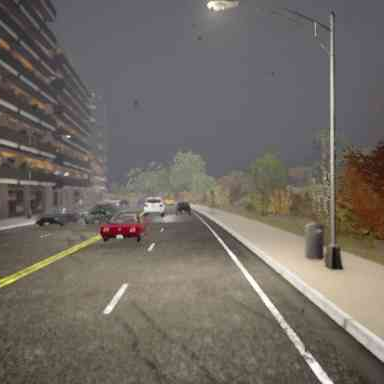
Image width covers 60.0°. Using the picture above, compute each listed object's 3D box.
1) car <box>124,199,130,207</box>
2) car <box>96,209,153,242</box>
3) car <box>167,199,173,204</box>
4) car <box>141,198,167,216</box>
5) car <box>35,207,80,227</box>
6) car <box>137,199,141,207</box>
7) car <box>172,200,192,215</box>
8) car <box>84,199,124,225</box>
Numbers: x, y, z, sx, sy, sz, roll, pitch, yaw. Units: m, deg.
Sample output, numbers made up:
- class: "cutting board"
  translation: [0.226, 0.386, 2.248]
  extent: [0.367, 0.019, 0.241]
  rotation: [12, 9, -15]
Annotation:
- class: "car"
  translation: [-13.344, 2.187, 66.327]
  extent: [1.837, 1.490, 4.892]
  rotation: [0, -1, -7]
- class: "car"
  translation: [-3.389, 1.809, 17.596]
  extent: [1.895, 1.301, 4.718]
  rotation: [0, -1, -1]
- class: "car"
  translation: [-5.487, 2.355, 81.308]
  extent: [1.882, 1.535, 5.008]
  rotation: [0, -1, -8]
- class: "car"
  translation: [-4.225, 1.653, 37.911]
  extent: [2.150, 2.045, 5.566]
  rotation: [0, 0, -3]
- class: "car"
  translation: [-10.368, 1.869, 26.155]
  extent: [2.033, 1.411, 5.357]
  rotation: [0, -1, -2]
- class: "car"
  translation: [-10.292, 2.182, 68.160]
  extent: [1.882, 1.535, 5.008]
  rotation: [0, -1, -7]
- class: "car"
  translation: [-1.125, 1.953, 40.332]
  extent: [1.837, 1.490, 4.892]
  rotation: [0, 0, -4]
- class: "car"
  translation: [-7.156, 1.673, 26.964]
  extent: [2.097, 1.767, 4.553]
  rotation: [0, -1, -2]
